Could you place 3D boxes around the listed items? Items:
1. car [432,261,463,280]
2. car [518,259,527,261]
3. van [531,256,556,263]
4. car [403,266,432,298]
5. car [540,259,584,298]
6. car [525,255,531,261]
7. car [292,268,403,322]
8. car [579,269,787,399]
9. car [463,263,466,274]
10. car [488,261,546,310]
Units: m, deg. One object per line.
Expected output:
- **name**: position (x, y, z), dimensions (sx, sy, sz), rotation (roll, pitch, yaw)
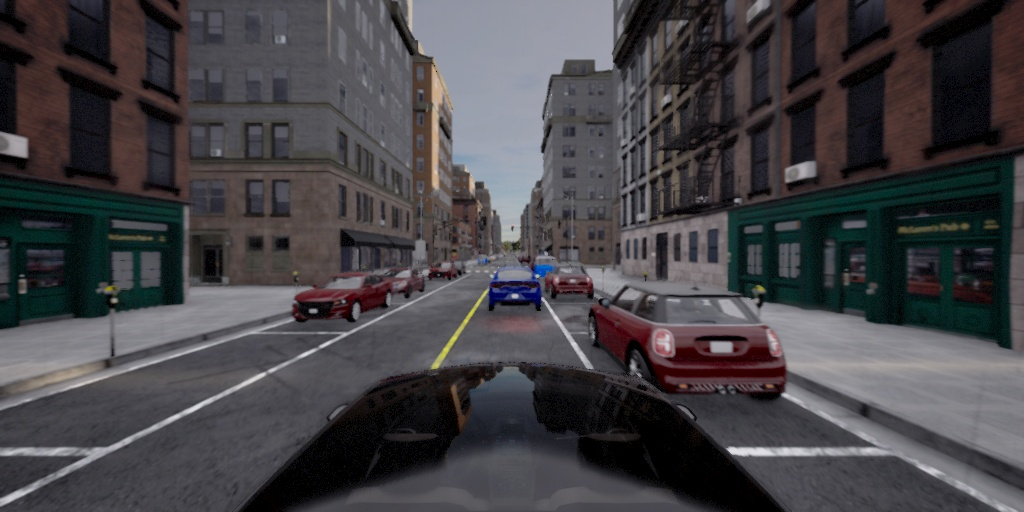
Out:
- **car**: position (-5.386, 1.131, 28.505), dimensions (1.888, 1.381, 4.507), rotation (0, 0, 0)
- **car**: position (0.106, 1.169, 31.319), dimensions (1.895, 1.301, 4.718), rotation (0, 0, 0)
- **van**: position (2.639, 0.926, 28.504), dimensions (1.690, 1.789, 3.998), rotation (0, 0, 0)
- **car**: position (-5.387, 1.236, 17.483), dimensions (1.802, 1.307, 4.207), rotation (0, 0, 0)
- **car**: position (2.639, 1.094, 17.483), dimensions (1.967, 1.591, 4.097), rotation (0, 0, 0)
- **car**: position (2.639, 0.866, 34.016), dimensions (2.192, 1.841, 5.009), rotation (0, 0, 0)
- **car**: position (-5.387, 1.233, 11.971), dimensions (1.888, 1.381, 4.507), rotation (0, 0, 0)
- **car**: position (2.638, 1.161, 6.461), dimensions (1.967, 1.591, 4.097), rotation (0, 0, 0)
- **car**: position (-5.386, 1.117, 34.016), dimensions (1.948, 1.339, 4.313), rotation (0, 0, 0)
- **car**: position (0.100, 1.151, 14.313), dimensions (1.882, 1.535, 5.008), rotation (0, 0, 0)
